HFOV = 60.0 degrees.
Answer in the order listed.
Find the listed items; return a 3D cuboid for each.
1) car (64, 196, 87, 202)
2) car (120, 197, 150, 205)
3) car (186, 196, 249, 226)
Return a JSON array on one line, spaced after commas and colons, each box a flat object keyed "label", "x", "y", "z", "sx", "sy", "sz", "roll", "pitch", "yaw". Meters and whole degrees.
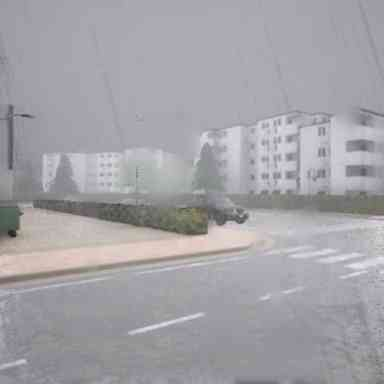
[{"label": "car", "x": -18.356, "y": 1.423, "z": 52.240, "sx": 2.097, "sy": 1.767, "sz": 4.553, "roll": 0, "pitch": 0, "yaw": -45}, {"label": "car", "x": -6.138, "y": 1.429, "z": 35.881, "sx": 2.097, "sy": 1.767, "sz": 4.553, "roll": 0, "pitch": -1, "yaw": -36}, {"label": "car", "x": 1.742, "y": 1.294, "z": 24.882, "sx": 2.150, "sy": 2.045, "sz": 5.566, "roll": 0, "pitch": 0, "yaw": -36}]
